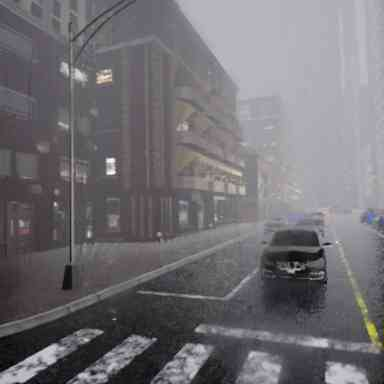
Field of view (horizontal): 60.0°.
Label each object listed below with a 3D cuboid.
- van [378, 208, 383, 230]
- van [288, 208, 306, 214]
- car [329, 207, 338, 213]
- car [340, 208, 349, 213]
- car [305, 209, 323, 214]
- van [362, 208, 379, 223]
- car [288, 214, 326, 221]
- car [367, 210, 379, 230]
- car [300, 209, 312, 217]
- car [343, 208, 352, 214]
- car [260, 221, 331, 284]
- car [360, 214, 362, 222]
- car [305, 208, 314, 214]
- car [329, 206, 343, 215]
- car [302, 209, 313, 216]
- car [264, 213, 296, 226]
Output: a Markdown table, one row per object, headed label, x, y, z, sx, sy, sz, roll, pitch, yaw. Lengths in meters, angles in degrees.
| label | x | y | z | sx | sy | sz | roll | pitch | yaw |
| --- | --- | --- | --- | --- | --- | --- | --- | --- | --- |
| van | 14.675 | 2.126 | 23.554 | 1.690 | 1.788 | 3.998 | -2 | -3 | 22 |
| van | 13.136 | 3.071 | 42.372 | 1.690 | 1.788 | 3.998 | -2 | -3 | 22 |
| car | 35.998 | 4.582 | 84.555 | 1.837 | 1.490 | 4.892 | -2 | -3 | 22 |
| car | 39.673 | 4.826 | 86.501 | 1.947 | 1.339 | 4.313 | -2 | -3 | 22 |
| car | 14.589 | 3.051 | 38.845 | 1.812 | 1.442 | 4.674 | -2 | -3 | 22 |
| van | 18.841 | 2.534 | 34.047 | 1.690 | 1.788 | 3.998 | -2 | -3 | 22 |
| car | 7.853 | 2.421 | 22.025 | 2.033 | 1.411 | 5.357 | -2 | -3 | 22 |
| car | 16.763 | 2.539 | 28.790 | 2.008 | 1.369 | 4.403 | -2 | -3 | 22 |
| car | 23.555 | 4.325 | 68.594 | 1.947 | 1.339 | 4.313 | -2 | -3 | 22 |
| car | 35.507 | 4.424 | 76.008 | 1.802 | 1.307 | 4.206 | -2 | -3 | 22 |
| car | 3.530 | 1.957 | 11.144 | 1.837 | 1.490 | 4.892 | -2 | -3 | 22 |
| car | 20.928 | 2.963 | 39.283 | 1.947 | 1.339 | 4.313 | -2 | -3 | 22 |
| car | 29.739 | 4.902 | 84.178 | 1.752 | 1.417 | 4.829 | -2 | -3 | 22 |
| car | 32.164 | 4.082 | 74.911 | 2.150 | 2.045 | 5.566 | -2 | -3 | 22 |
| car | 25.637 | 4.517 | 73.841 | 2.008 | 1.369 | 4.403 | -2 | -3 | 22 |
| car | 6.892 | 2.668 | 26.623 | 2.008 | 1.369 | 4.403 | -2 | -3 | 22 |
